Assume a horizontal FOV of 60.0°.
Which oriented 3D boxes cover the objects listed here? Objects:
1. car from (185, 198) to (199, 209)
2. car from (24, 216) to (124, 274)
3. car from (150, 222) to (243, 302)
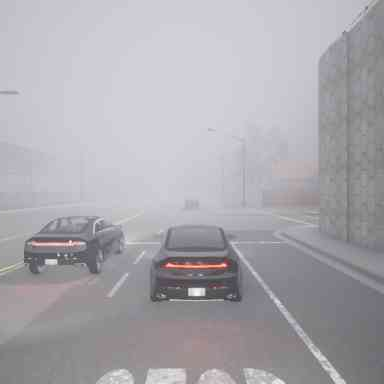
[{"bbox_3d":[-0.026,1.491,44.231,2.128,1.511,4.902,0,0,0],"label":"car"},{"bbox_3d":[-3.430,1.492,10.520,2.128,1.511,4.902,0,0,0],"label":"car"},{"bbox_3d":[0.078,1.505,8.252,1.837,1.490,4.892,0,0,0],"label":"car"}]
